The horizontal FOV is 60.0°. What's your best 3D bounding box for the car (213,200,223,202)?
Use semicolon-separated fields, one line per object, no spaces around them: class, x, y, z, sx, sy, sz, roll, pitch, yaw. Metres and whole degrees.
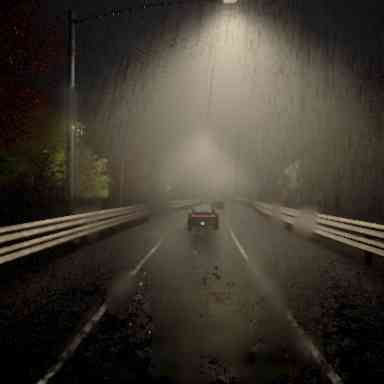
car;3.732;1.845;49.542;1.994;1.385;4.181;0;0;7

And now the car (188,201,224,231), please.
car;0.782;1.597;21.534;2.128;1.511;4.902;0;0;4
